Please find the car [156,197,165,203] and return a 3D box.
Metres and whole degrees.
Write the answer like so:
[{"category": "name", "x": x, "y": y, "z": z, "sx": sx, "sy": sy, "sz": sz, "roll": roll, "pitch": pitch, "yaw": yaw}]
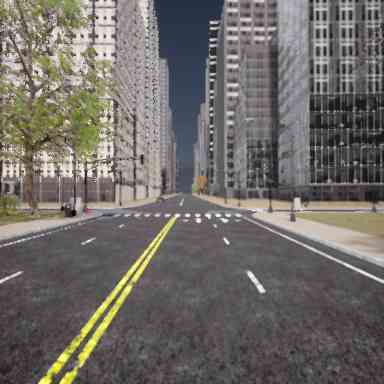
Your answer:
[{"category": "car", "x": -7.327, "y": 1.823, "z": 77.837, "sx": 1.812, "sy": 1.442, "sz": 4.674, "roll": 0, "pitch": 0, "yaw": -1}]
